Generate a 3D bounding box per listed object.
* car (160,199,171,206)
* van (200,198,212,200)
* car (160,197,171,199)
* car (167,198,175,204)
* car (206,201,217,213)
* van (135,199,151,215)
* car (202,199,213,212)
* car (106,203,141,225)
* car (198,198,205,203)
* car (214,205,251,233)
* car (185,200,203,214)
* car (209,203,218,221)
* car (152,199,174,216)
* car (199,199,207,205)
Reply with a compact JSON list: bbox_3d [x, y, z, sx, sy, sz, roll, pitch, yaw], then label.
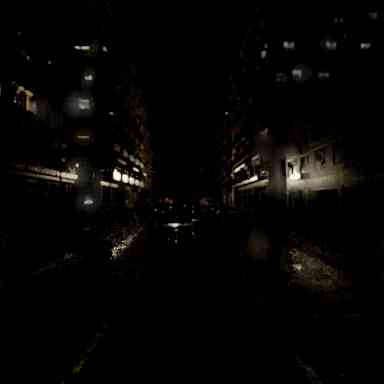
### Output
[{"bbox_3d":[-5.736,2.284,72.612,1.887,1.381,4.507,1,-1,0],"label":"car"},{"bbox_3d":[2.663,1.906,55.594,1.690,1.788,3.998,1,-1,0],"label":"van"},{"bbox_3d":[-5.727,1.996,66.918,2.192,1.841,5.009,1,-1,0],"label":"car"},{"bbox_3d":[-5.723,2.437,89.529,1.752,1.417,4.829,1,-1,0],"label":"car"},{"bbox_3d":[2.677,1.899,32.807,1.947,1.339,4.313,1,-1,0],"label":"car"},{"bbox_3d":[-5.704,1.732,38.436,1.690,1.788,3.998,1,-1,0],"label":"van"},{"bbox_3d":[2.668,1.999,44.200,2.008,1.369,4.403,1,-1,0],"label":"car"},{"bbox_3d":[-5.699,1.842,27.042,1.947,1.339,4.313,1,-1,0],"label":"car"},{"bbox_3d":[2.626,2.516,95.464,1.887,1.381,4.507,1,-1,0],"label":"car"},{"bbox_3d":[2.686,1.763,21.415,1.887,1.381,4.507,1,-1,0],"label":"car"},{"bbox_3d":[0.066,2.024,41.659,1.895,1.301,4.718,0,-1,0],"label":"car"},{"bbox_3d":[2.681,1.841,27.111,1.947,1.339,4.313,1,-1,0],"label":"car"},{"bbox_3d":[-3.125,1.887,37.627,1.837,1.490,4.892,0,-1,0],"label":"car"},{"bbox_3d":[2.639,2.379,78.375,1.802,1.307,4.206,1,-1,0],"label":"car"}]
